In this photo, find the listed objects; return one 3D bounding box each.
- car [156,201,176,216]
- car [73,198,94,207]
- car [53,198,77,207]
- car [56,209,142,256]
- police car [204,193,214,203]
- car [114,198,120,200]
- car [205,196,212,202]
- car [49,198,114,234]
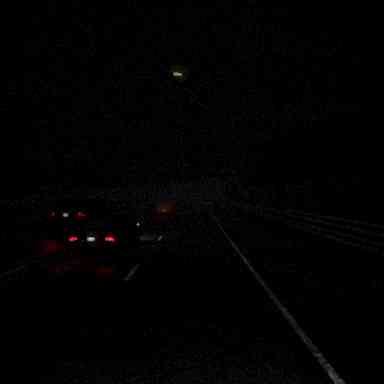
[{"bbox_3d":[-2.818,1.765,36.861,1.882,1.535,5.008,0,0,2],"label":"car"},{"bbox_3d":[-19.518,1.827,60.261,1.882,1.535,5.008,0,0,3],"label":"car"},{"bbox_3d":[-23.003,1.890,60.443,2.033,1.411,5.357,0,0,3],"label":"car"},{"bbox_3d":[-3.316,1.630,13.538,2.033,1.411,5.357,0,0,1],"label":"car"},{"bbox_3d":[3.815,1.791,80.713,1.930,1.638,5.238,0,0,4],"label":"police car"},{"bbox_3d":[-15.693,1.834,65.892,1.882,1.535,5.008,0,0,3],"label":"car"},{"bbox_3d":[4.526,1.839,90.464,1.812,1.442,4.674,0,1,4],"label":"car"},{"bbox_3d":[-6.717,1.357,20.470,2.150,2.045,5.566,0,-1,1],"label":"car"}]
